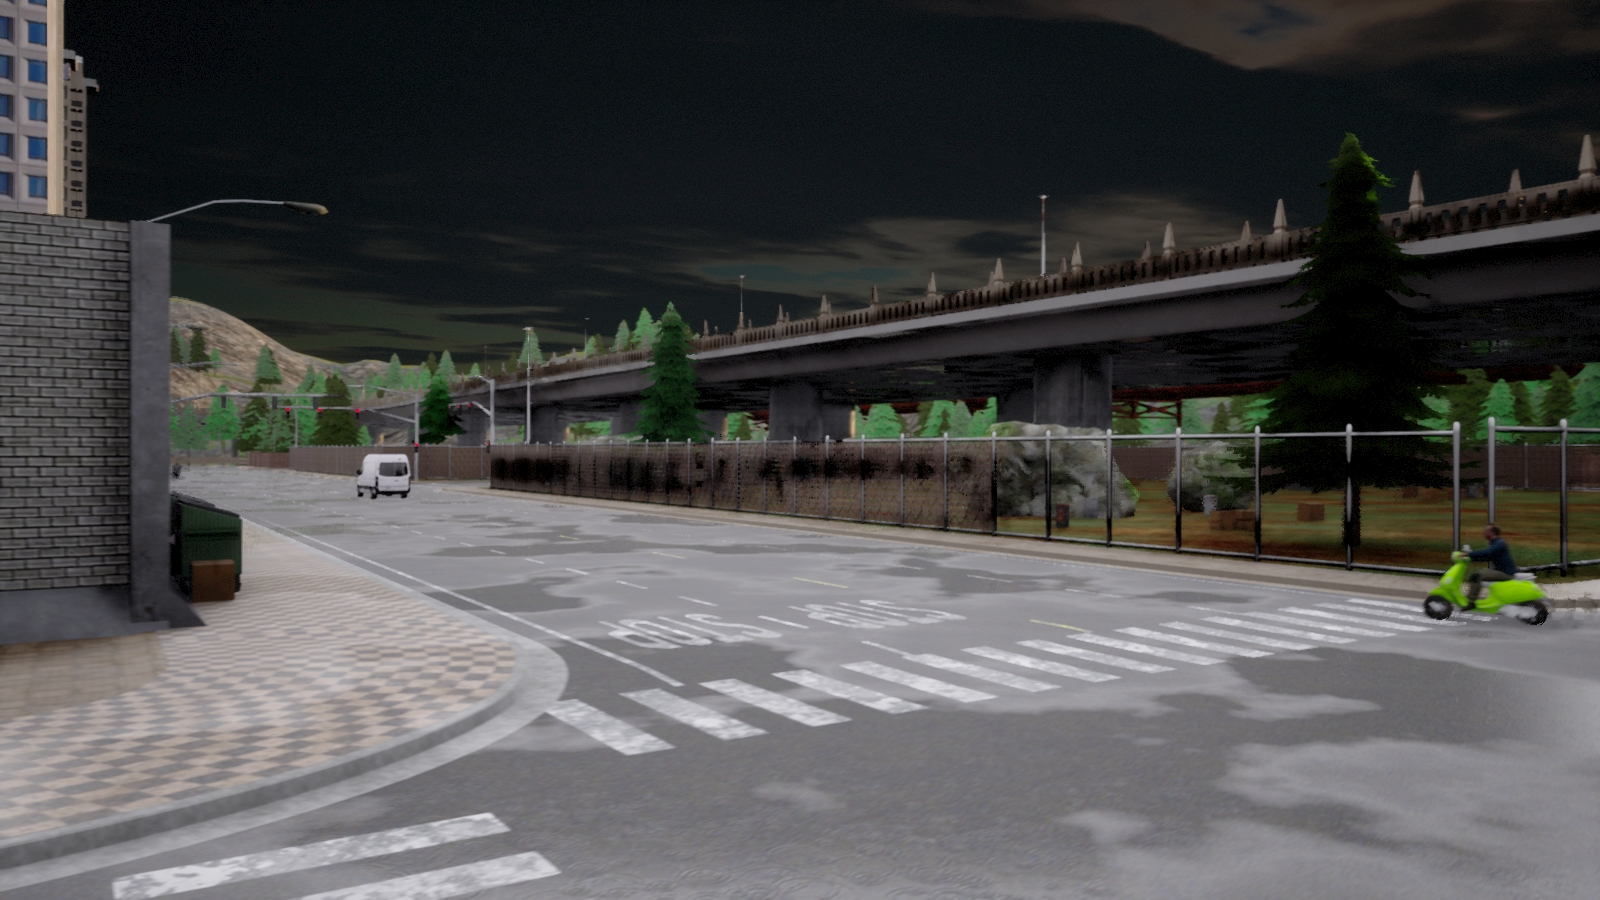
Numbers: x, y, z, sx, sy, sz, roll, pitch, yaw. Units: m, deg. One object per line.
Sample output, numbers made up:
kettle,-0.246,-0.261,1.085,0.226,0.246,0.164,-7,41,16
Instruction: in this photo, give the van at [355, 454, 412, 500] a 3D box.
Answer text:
van,-24.530,1.534,67.153,1.988,2.561,5.915,0,0,-32
